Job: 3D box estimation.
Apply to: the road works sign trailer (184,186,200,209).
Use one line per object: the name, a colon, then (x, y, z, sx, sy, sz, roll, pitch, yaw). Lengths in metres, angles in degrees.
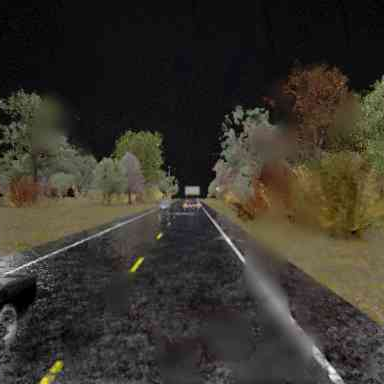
road works sign trailer: (0.046, 0.826, 51.944, 2.380, 3.560, 2.880, 0, 0, 0)

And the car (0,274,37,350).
car: (-3.597, 1.623, 3.504, 1.895, 1.301, 4.718, 0, 0, 0)

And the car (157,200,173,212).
car: (-3.551, 1.793, 44.065, 2.128, 1.511, 4.902, 0, 0, 0)
